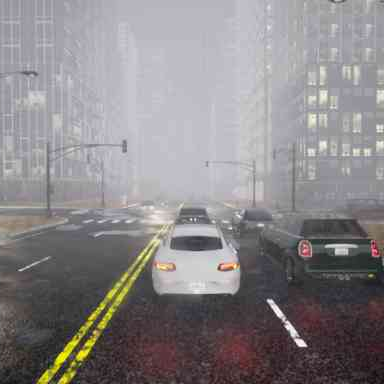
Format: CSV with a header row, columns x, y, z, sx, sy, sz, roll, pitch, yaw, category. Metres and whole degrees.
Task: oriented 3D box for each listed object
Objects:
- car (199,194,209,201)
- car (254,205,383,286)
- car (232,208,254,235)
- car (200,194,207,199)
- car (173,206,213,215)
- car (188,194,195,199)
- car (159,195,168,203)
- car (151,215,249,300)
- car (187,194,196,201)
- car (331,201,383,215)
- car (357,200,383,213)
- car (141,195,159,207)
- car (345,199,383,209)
x,y,z,sx,sy,sz,roll,pitch,yaw,category
3.049,1.392,80.430,1.882,1.535,5.008,0,0,0,car
3.327,1.348,9.534,2.097,1.767,4.553,0,0,0,car
3.304,1.554,17.921,1.994,1.385,4.181,0,0,0,car
3.022,1.262,90.848,1.812,1.442,4.674,0,0,0,car
0.057,1.495,17.507,1.837,1.490,4.892,0,0,0,car
-0.228,1.216,90.840,1.882,1.535,5.008,0,0,0,car
-6.674,1.416,69.133,1.882,1.535,5.008,0,0,0,car
0.081,1.522,8.258,1.812,1.442,4.674,0,0,0,car
-0.202,1.414,80.423,1.837,1.490,4.892,0,0,0,car
17.586,1.722,35.438,4.718,1.301,1.895,1,1,1,car
21.715,1.641,37.974,4.829,1.417,1.752,1,0,1,car
-6.719,1.525,51.502,1.994,1.385,4.181,0,0,0,car
16.127,1.518,29.674,5.009,1.841,2.192,1,0,1,car
